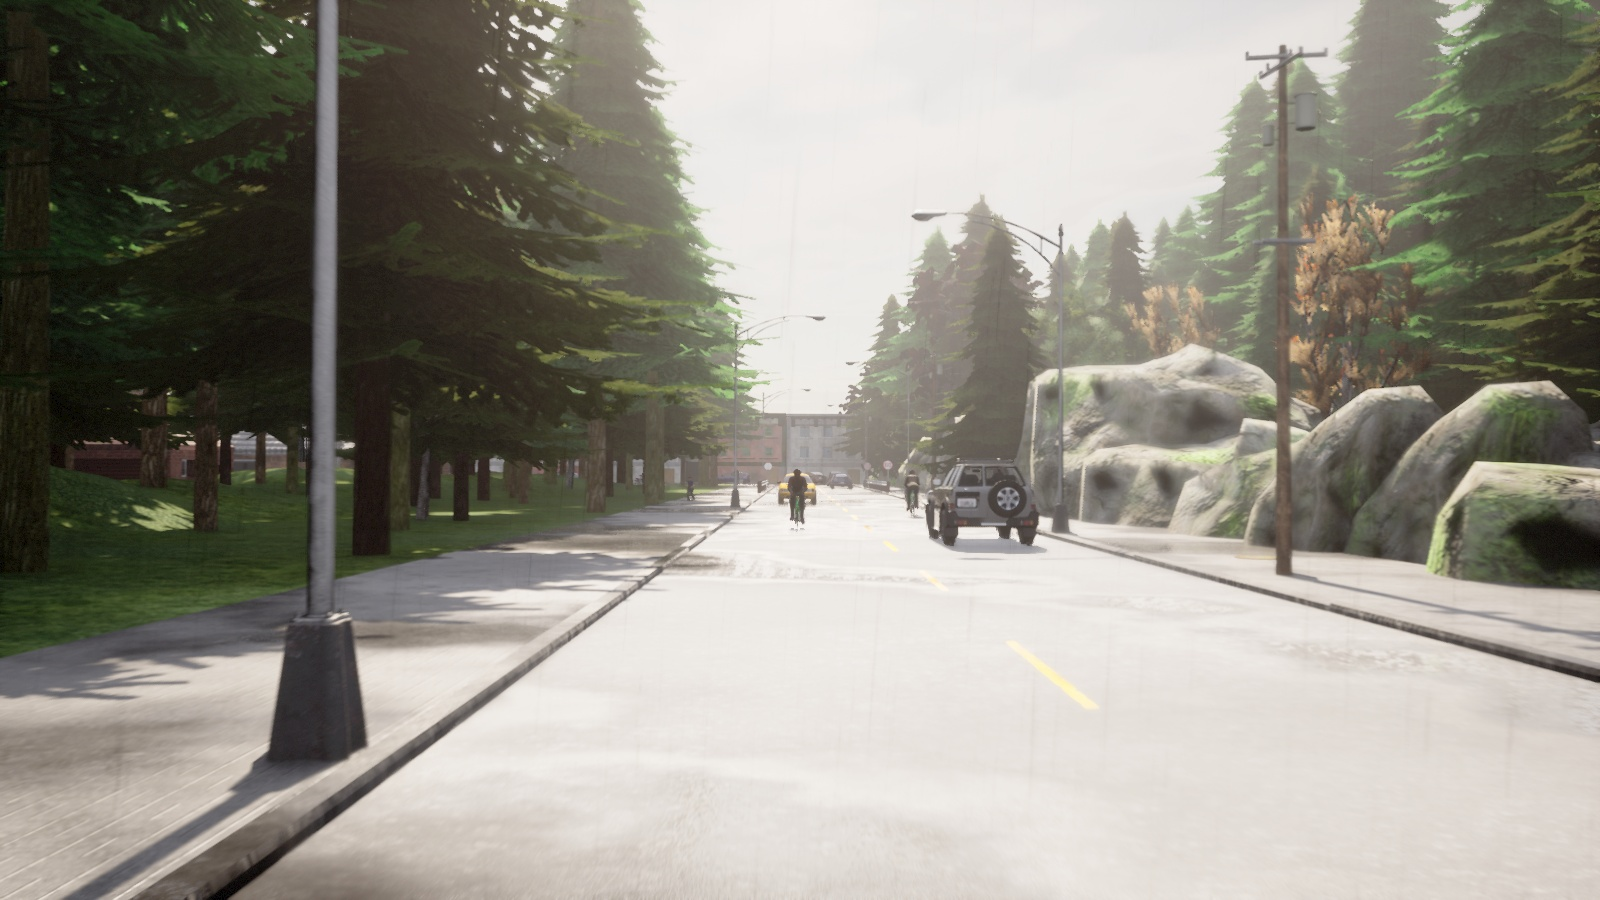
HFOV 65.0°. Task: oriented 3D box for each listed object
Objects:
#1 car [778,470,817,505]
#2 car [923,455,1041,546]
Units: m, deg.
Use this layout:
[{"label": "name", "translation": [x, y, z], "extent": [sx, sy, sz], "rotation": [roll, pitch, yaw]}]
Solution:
[{"label": "car", "translation": [-0.107, 1.764, 60.322], "extent": [1.801, 1.575, 5.366], "rotation": [0, -1, 0]}, {"label": "car", "translation": [3.949, 1.082, 27.983], "extent": [1.932, 1.855, 4.605], "rotation": [0, -1, 0]}]
